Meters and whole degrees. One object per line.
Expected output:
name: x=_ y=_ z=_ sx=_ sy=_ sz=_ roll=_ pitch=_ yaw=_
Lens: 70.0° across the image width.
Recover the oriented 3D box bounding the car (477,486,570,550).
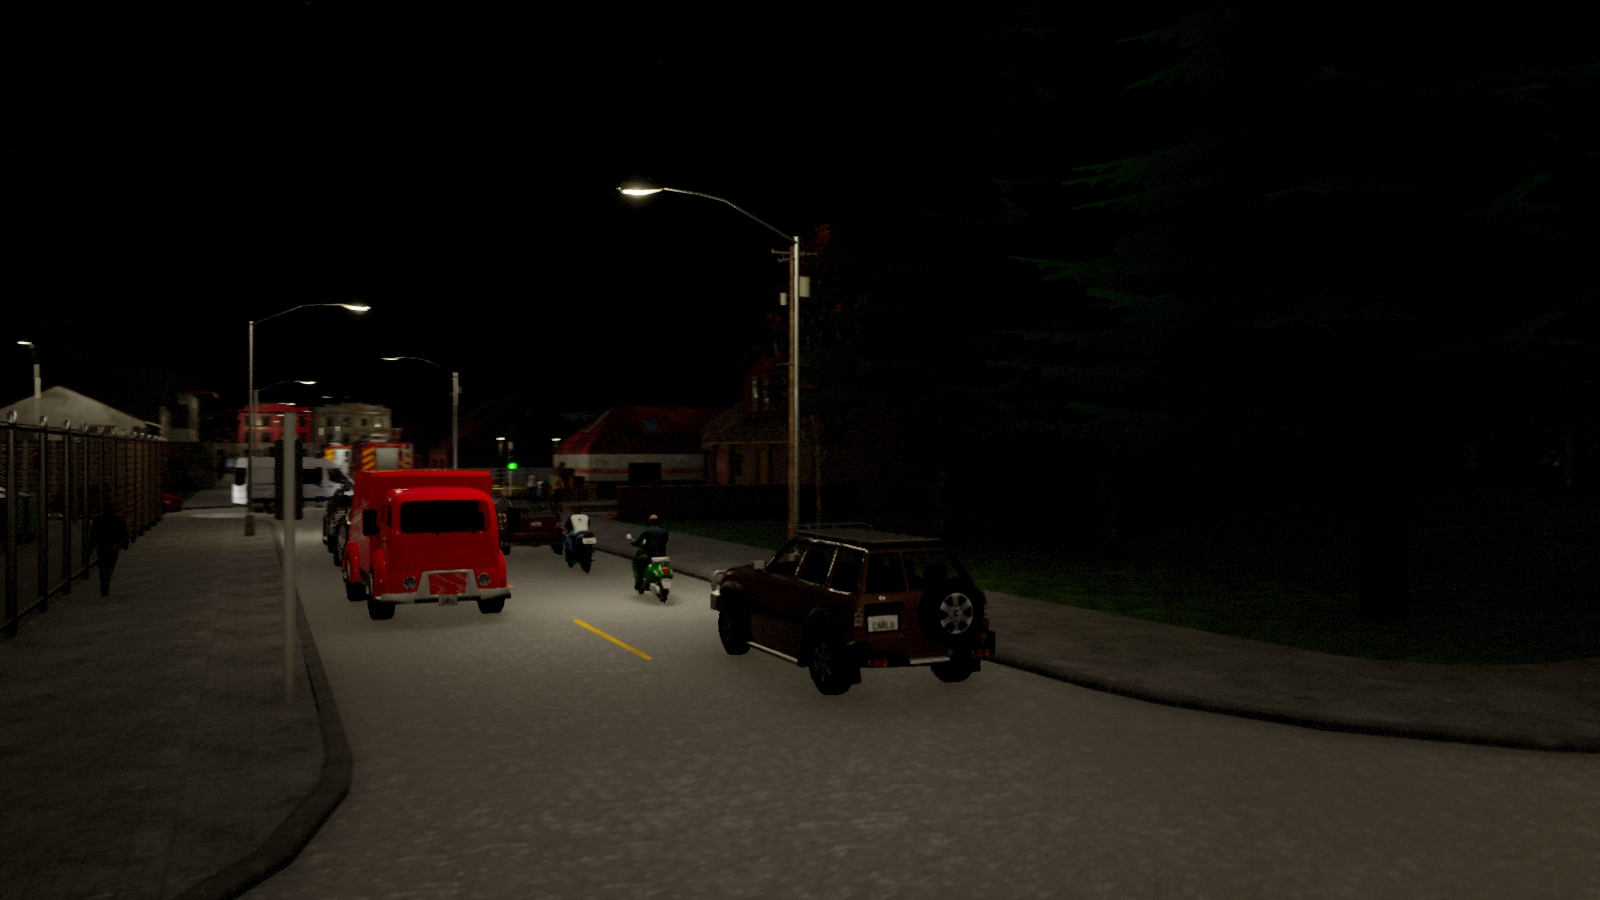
car: x=-7.822 y=1.856 z=32.107 sx=1.789 sy=1.549 sz=3.705 roll=0 pitch=0 yaw=-26

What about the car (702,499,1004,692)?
car: x=0.465 y=1.664 z=14.741 sx=1.932 sy=1.855 sz=4.605 roll=0 pitch=0 yaw=-26

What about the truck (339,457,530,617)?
truck: x=-6.802 y=1.382 z=20.783 sx=2.627 sy=2.467 sz=5.204 roll=0 pitch=0 yaw=-25

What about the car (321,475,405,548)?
car: x=-12.761 y=1.698 z=33.195 sx=1.932 sy=1.855 sz=4.605 roll=0 pitch=0 yaw=-25

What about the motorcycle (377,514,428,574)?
motorcycle: x=-8.727 y=2.034 z=25.044 sx=0.803 sy=1.145 sz=2.033 roll=0 pitch=0 yaw=-26

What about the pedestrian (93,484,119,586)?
pedestrian: x=-12.893 y=1.563 z=21.227 sx=0.375 sy=1.860 sz=0.375 roll=0 pitch=0 yaw=-26
